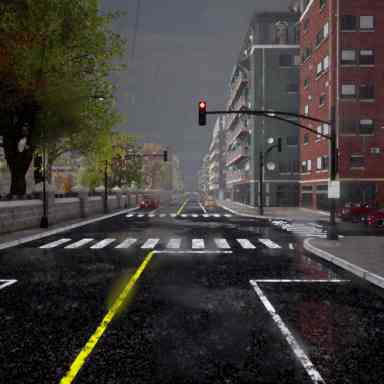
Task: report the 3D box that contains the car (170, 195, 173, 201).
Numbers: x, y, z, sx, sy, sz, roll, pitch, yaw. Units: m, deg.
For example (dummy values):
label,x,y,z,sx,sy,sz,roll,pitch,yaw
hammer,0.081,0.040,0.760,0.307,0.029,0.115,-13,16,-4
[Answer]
label,x,y,z,sx,sy,sz,roll,pitch,yaw
car,-5.624,1.613,71.594,1.802,1.307,4.206,0,0,0

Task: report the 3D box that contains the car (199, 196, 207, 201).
label,x,y,z,sx,sy,sz,roll,pitch,yaw
car,2.767,1.587,82.658,1.887,1.381,4.507,0,0,0

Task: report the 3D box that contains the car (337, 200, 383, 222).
label,x,y,z,sx,sy,sz,roll,pitch,yaw
car,14.643,1.591,27.327,5.009,1.841,2.192,1,-1,0

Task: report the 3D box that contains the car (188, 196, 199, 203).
label,x,y,z,sx,sy,sz,roll,pitch,yaw
car,0.070,1.577,69.224,2.033,1.411,5.357,0,0,0

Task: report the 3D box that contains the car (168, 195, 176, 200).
label,x,y,z,sx,sy,sz,roll,pitch,yaw
car,-5.604,1.580,93.565,1.752,1.417,4.829,0,0,0

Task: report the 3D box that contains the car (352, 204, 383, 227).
label,x,y,z,sx,sy,sz,roll,pitch,yaw
car,14.688,1.851,24.722,4.181,1.385,1.994,1,0,0

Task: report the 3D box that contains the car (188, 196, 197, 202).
label,x,y,z,sx,sy,sz,roll,pitch,yaw
car,0.078,1.591,79.635,1.994,1.385,4.181,0,0,0

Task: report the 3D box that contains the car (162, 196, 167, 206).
label,x,y,z,sx,sy,sz,roll,pitch,yaw
car,-5.640,1.457,54.989,1.967,1.590,4.097,0,0,0

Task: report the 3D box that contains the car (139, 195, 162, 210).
label,x,y,z,sx,sy,sz,roll,pitch,yaw
car,-5.651,1.324,43.918,2.192,1.841,5.009,0,0,0

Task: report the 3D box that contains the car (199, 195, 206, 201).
label,x,y,z,sx,sy,sz,roll,pitch,yaw
car,2.772,1.593,88.193,1.887,1.381,4.507,0,0,0

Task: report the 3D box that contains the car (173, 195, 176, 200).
label,x,y,z,sx,sy,sz,roll,pitch,yaw
car,-5.613,1.624,82.665,1.802,1.307,4.206,0,0,0

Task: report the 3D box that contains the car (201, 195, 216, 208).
label,x,y,z,sx,sy,sz,roll,pitch,yaw
car,2.736,1.538,49.616,1.752,1.417,4.829,0,0,0

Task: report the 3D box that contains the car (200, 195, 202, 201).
label,x,y,z,sx,sy,sz,roll,pitch,yaw
car,2.741,1.562,54.981,1.887,1.381,4.507,0,0,0

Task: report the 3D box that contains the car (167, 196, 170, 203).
label,x,y,z,sx,sy,sz,roll,pitch,yaw
car,-5.635,1.566,60.524,1.887,1.381,4.507,0,0,0
